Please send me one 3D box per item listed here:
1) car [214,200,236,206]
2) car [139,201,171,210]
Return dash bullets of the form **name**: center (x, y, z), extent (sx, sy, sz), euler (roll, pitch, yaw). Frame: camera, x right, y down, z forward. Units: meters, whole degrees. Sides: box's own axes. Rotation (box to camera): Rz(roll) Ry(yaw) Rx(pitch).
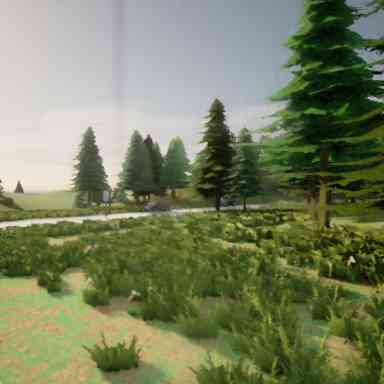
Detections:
- **car**: center (5.356, 1.546, 53.954), extent (2.097, 1.767, 4.553), euler (0, 0, 35)
- **car**: center (-4.473, 1.836, 40.061), extent (1.994, 1.385, 4.181), euler (0, 0, 35)
